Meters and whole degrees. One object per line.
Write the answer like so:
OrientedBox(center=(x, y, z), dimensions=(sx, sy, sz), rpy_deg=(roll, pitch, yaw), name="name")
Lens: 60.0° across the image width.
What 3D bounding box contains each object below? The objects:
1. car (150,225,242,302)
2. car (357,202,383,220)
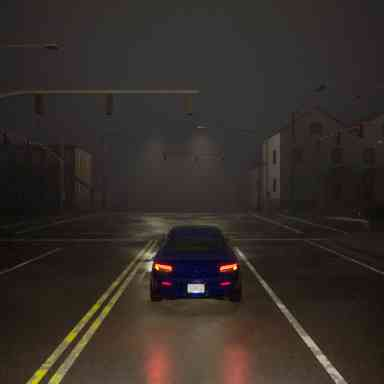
OrientedBox(center=(0.087, 1.526, 8.142), dimensions=(1.812, 1.442, 4.674), rpy_deg=(0, 0, 0), name="car")
OrientedBox(center=(16.372, 1.526, 27.892), dimensions=(4.674, 1.442, 1.812), rpy_deg=(0, 0, -1), name="car")
